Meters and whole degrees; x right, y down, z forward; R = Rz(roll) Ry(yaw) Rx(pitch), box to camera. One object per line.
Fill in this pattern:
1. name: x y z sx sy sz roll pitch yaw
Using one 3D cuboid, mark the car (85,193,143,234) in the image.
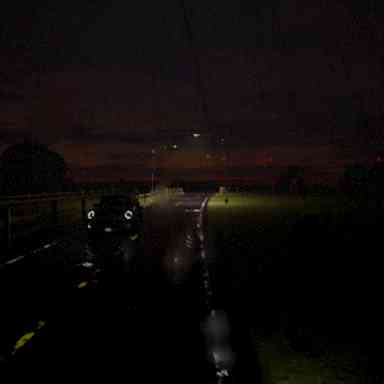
1. car: -3.576 0.910 15.987 2.097 1.767 4.553 0 2 -3
